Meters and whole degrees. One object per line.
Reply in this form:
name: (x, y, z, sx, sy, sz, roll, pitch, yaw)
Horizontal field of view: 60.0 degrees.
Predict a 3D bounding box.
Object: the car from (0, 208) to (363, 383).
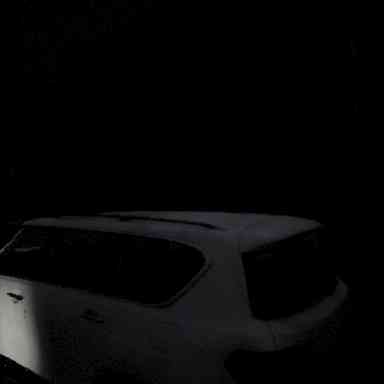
car: (-1.036, 1.230, 4.055, 5.566, 2.045, 2.435, 0, 0, 35)
